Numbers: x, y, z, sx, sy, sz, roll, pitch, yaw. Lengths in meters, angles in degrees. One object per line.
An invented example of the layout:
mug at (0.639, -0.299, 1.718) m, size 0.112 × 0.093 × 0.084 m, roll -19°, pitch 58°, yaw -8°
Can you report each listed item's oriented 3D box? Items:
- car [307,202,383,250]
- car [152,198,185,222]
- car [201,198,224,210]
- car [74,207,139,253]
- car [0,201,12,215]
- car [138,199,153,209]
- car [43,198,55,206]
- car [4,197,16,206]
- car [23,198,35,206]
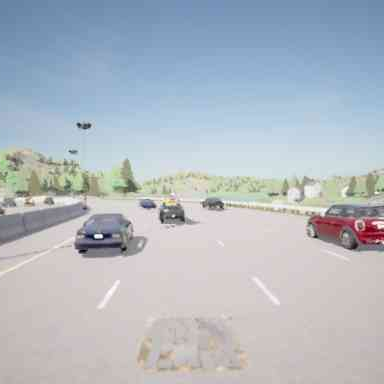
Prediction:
car at (6.640, 1.250, 14.042) m, size 2.097 × 1.767 × 4.553 m, roll -1°, pitch 0°, yaw -5°
car at (-1.725, 1.512, 26.292) m, size 2.128 × 1.511 × 4.902 m, roll -1°, pitch 0°, yaw -9°
car at (2.468, 1.460, 41.425) m, size 1.837 × 1.490 × 4.892 m, roll 0°, pitch 0°, yaw -14°
car at (-3.554, 1.598, 14.090) m, size 2.033 × 1.411 × 5.357 m, roll -1°, pitch 0°, yaw -7°
car at (-16.152, 1.714, 25.814) m, size 1.882 × 1.535 × 5.008 m, roll -1°, pitch 0°, yaw -9°
car at (-6.590, 1.654, 48.233) m, size 1.994 × 1.385 × 4.181 m, roll -1°, pitch 0°, yaw -17°
car at (-27.797, 1.870, 64.821) m, size 1.837 × 1.490 × 4.892 m, roll -1°, pitch 0°, yaw -24°
car at (-35.237, 1.832, 64.257) m, size 2.097 × 1.767 × 4.553 m, roll -1°, pitch 0°, yaw -25°
car at (-31.504, 1.909, 64.515) m, size 1.882 × 1.535 × 5.008 m, roll -1°, pitch 0°, yaw -24°
